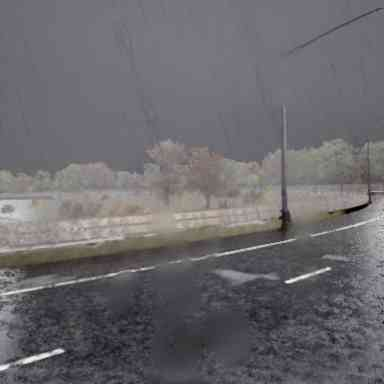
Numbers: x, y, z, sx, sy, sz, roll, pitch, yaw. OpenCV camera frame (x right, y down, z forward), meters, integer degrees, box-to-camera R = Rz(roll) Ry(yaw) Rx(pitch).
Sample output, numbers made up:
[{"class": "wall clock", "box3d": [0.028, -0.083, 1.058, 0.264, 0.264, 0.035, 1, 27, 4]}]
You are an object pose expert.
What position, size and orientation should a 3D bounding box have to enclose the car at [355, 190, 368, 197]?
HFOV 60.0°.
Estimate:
[{"class": "car", "box3d": [38.842, 0.244, 76.746, 2.097, 1.767, 4.553, -1, 0, 6]}]
